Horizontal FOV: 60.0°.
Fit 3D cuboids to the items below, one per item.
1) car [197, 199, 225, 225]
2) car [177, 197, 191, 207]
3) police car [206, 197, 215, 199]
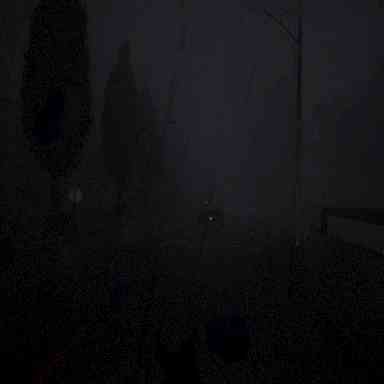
[{"bbox_3d":[1.364,1.506,23.853,1.812,1.442,4.674,1,0,4],"label":"car"},{"bbox_3d":[-1.176,1.457,50.600,2.033,1.411,5.357,1,0,3],"label":"car"},{"bbox_3d":[2.598,1.462,46.103,2.038,1.542,4.974,1,0,4],"label":"police car"}]
